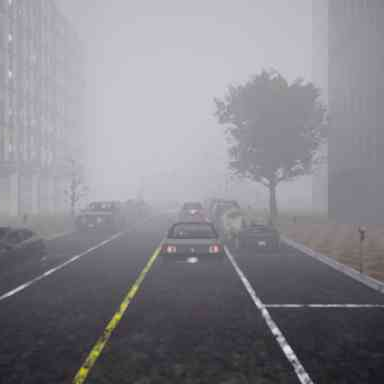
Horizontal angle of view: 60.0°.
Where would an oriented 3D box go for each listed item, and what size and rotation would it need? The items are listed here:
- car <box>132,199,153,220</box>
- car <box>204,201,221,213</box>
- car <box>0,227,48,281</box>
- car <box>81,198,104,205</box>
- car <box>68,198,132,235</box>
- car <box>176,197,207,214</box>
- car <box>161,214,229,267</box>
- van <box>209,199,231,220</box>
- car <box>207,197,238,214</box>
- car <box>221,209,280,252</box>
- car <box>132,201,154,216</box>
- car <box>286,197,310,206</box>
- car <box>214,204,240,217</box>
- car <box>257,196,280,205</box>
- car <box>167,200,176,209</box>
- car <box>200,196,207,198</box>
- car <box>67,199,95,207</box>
[{"bbox_3d":[-5.317,1.551,31.281,2.192,1.841,5.009,-1,0,0],"label":"car"},{"bbox_3d":[2.572,1.887,42.606,1.947,1.339,4.313,-1,0,0],"label":"car"},{"bbox_3d":[-5.322,1.633,8.685,1.947,1.339,4.313,-1,0,0],"label":"car"},{"bbox_3d":[-21.420,2.001,71.967,4.403,1.369,2.008,0,0,0],"label":"car"},{"bbox_3d":[-5.321,1.467,19.984,2.192,1.841,5.009,-1,0,0],"label":"car"},{"bbox_3d":[0.054,1.558,27.300,2.097,1.767,4.553,0,0,1],"label":"car"},{"bbox_3d":[0.041,1.691,11.791,1.895,1.301,4.718,0,0,1],"label":"car"},{"bbox_3d":[2.564,1.577,31.310,1.690,1.788,3.998,-1,0,0],"label":"van"},{"bbox_3d":[2.561,1.509,25.662,2.192,1.841,5.009,-1,0,0],"label":"car"},{"bbox_3d":[2.560,1.660,14.363,2.008,1.369,4.403,-1,0,0],"label":"car"},{"bbox_3d":[-5.312,1.803,36.758,1.752,1.417,4.829,-1,0,0],"label":"car"},{"bbox_3d":[20.207,2.150,63.907,4.206,1.307,1.802,0,0,0],"label":"car"},{"bbox_3d":[2.562,1.678,20.182,1.752,1.417,4.829,-1,0,0],"label":"car"},{"bbox_3d":[16.591,1.819,72.038,5.009,1.841,2.192,0,0,0],"label":"car"},{"bbox_3d":[-2.777,1.949,51.104,1.994,1.385,4.181,0,-1,1],"label":"car"},{"bbox_3d":[2.570,1.678,48.256,2.192,1.841,5.009,-1,0,0],"label":"car"},{"bbox_3d":[-21.234,2.035,63.828,4.829,1.417,1.752,0,0,0],"label":"car"}]
